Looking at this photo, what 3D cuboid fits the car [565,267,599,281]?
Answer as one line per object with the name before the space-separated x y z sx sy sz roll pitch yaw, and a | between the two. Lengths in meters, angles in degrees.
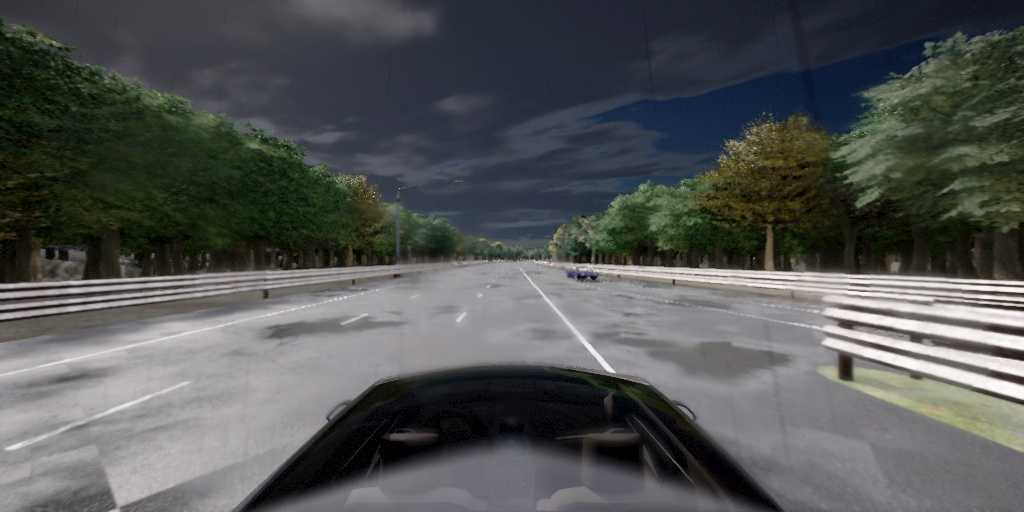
car | 6.646 1.715 34.705 1.895 1.301 4.718 1 -1 -8
